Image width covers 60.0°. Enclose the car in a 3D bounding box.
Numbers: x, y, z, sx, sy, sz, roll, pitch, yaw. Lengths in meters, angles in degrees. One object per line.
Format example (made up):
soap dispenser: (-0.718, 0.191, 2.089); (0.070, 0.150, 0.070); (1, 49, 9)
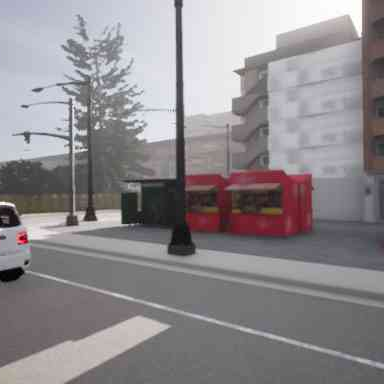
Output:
car: (-6.368, 1.218, 8.510); (5.566, 2.045, 2.150); (0, 0, 36)
